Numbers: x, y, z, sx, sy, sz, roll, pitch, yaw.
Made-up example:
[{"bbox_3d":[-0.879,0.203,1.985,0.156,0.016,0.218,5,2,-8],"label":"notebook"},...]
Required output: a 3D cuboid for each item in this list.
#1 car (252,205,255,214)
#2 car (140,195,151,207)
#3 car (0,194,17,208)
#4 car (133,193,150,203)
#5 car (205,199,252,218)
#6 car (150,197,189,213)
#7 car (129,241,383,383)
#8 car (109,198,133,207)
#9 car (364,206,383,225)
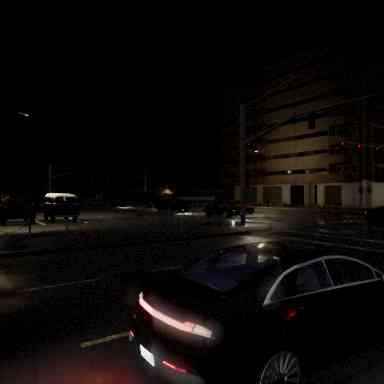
[{"bbox_3d":[4.458,1.533,34.803,1.882,1.535,5.008,0,1,-34],"label":"car"},{"bbox_3d":[-5.339,1.559,49.173,1.837,1.490,4.892,0,0,-34],"label":"car"},{"bbox_3d":[-31.485,1.209,56.509,1.932,1.855,4.605,0,0,-34],"label":"car"},{"bbox_3d":[-10.497,1.277,69.458,2.150,2.045,5.566,0,0,-34],"label":"car"},{"bbox_3d":[2.985,1.581,30.750,1.812,1.442,4.674,0,0,-34],"label":"car"},{"bbox_3d":[-2.442,1.603,38.703,2.033,1.411,5.357,0,0,-34],"label":"car"},{"bbox_3d":[1.539,1.492,4.841,4.902,1.511,2.128,0,0,-34],"label":"car"},{"bbox_3d":[-11.386,1.619,51.852,1.994,1.385,4.181,0,0,-34],"label":"car"},{"bbox_3d":[14.352,1.591,23.211,4.181,1.385,1.994,0,0,32],"label":"car"}]
